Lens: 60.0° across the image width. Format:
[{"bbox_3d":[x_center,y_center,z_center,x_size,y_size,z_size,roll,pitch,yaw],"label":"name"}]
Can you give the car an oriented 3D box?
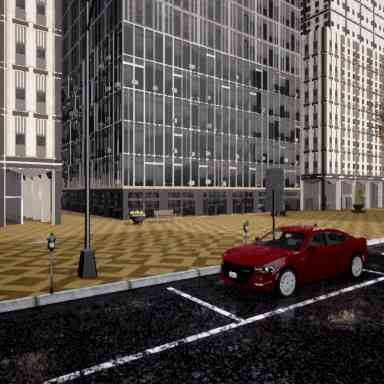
[{"bbox_3d":[2.716,1.545,8.505,4.507,1.381,1.887,0,0,-36],"label":"car"}]
